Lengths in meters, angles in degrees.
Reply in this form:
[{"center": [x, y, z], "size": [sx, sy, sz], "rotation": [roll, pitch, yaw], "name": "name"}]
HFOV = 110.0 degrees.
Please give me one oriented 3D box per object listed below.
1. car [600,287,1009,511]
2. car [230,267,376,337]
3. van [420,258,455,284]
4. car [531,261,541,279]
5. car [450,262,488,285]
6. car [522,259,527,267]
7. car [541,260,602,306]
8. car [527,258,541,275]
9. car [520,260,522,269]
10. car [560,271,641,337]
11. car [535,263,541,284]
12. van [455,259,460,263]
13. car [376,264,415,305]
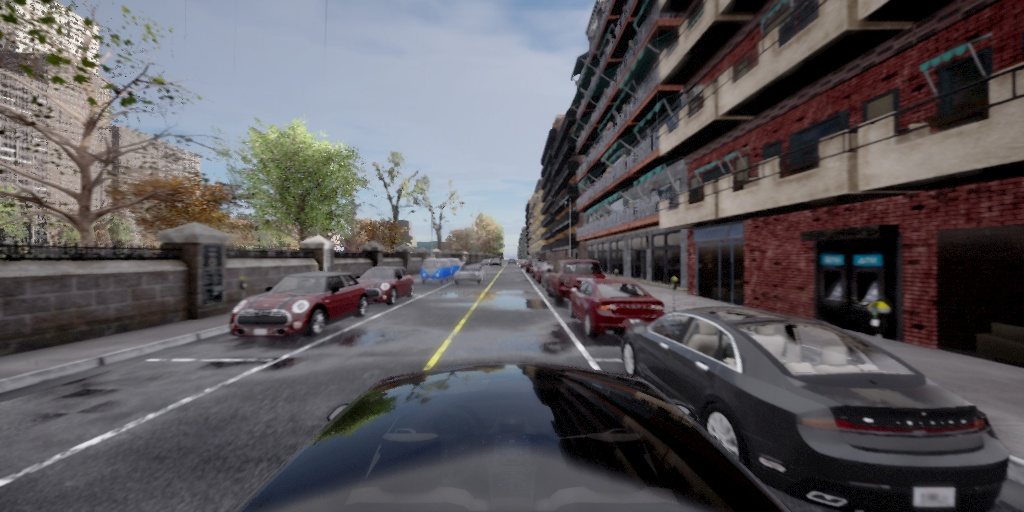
[{"center": [2.692, 1.301, 4.470], "size": [2.007, 1.370, 4.403], "rotation": [0, 0, 0], "name": "car"}, {"center": [-5.687, 1.192, 10.103], "size": [1.967, 1.591, 4.097], "rotation": [0, 0, 0], "name": "car"}, {"center": [-5.682, 1.102, 26.992], "size": [1.690, 1.789, 3.998], "rotation": [0, 0, 0], "name": "van"}, {"center": [2.698, 1.307, 26.990], "size": [1.888, 1.381, 4.507], "rotation": [0, 0, 0], "name": "car"}, {"center": [-3.091, 1.362, 26.663], "size": [1.895, 1.301, 4.718], "rotation": [0, 0, 0], "name": "car"}, {"center": [2.704, 1.096, 43.879], "size": [2.192, 1.841, 5.009], "rotation": [0, 0, 0], "name": "car"}, {"center": [2.696, 1.069, 15.729], "size": [2.192, 1.841, 5.009], "rotation": [0, 0, 0], "name": "car"}, {"center": [2.701, 1.207, 32.619], "size": [1.967, 1.591, 4.097], "rotation": [0, 0, 0], "name": "car"}, {"center": [2.369, 1.334, 59.590], "size": [1.812, 1.442, 4.674], "rotation": [0, 0, 0], "name": "car"}, {"center": [2.694, 1.297, 10.099], "size": [1.888, 1.381, 4.507], "rotation": [0, 0, 0], "name": "car"}, {"center": [2.697, 1.307, 21.360], "size": [2.007, 1.370, 4.403], "rotation": [0, 0, 0], "name": "car"}, {"center": [-5.680, 1.108, 32.621], "size": [1.690, 1.789, 3.998], "rotation": [0, 0, 0], "name": "van"}, {"center": [-5.685, 1.194, 15.732], "size": [1.967, 1.591, 4.097], "rotation": [0, 0, 0], "name": "car"}]
